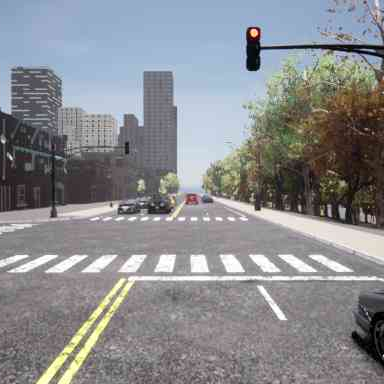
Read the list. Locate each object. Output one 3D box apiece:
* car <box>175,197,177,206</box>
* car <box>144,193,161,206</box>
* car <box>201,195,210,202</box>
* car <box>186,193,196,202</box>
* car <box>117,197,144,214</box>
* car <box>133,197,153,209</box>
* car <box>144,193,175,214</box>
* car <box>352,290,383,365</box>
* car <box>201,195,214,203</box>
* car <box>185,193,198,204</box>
[{"bbox_3d":[-3.427,1.459,45.890,1.882,1.535,5.008,0,0,0],"label":"car"},{"bbox_3d":[-6.695,1.198,56.655,2.150,2.045,5.566,0,0,1],"label":"car"},{"bbox_3d":[3.101,1.443,75.901,1.882,1.535,5.008,0,0,0],"label":"car"},{"bbox_3d":[-0.150,1.190,75.712,2.150,2.045,5.566,0,0,0],"label":"car"},{"bbox_3d":[-6.662,1.478,35.566,2.128,1.511,4.902,0,0,0],"label":"car"},{"bbox_3d":[-6.676,1.473,45.967,2.128,1.511,4.902,0,0,0],"label":"car"},{"bbox_3d":[-3.422,1.208,35.892,2.150,2.045,5.566,0,0,1],"label":"car"},{"bbox_3d":[3.345,1.547,2.555,2.033,1.411,5.357,0,0,0],"label":"car"},{"bbox_3d":[3.222,1.535,65.873,1.994,1.385,4.181,0,0,0],"label":"car"},{"bbox_3d":[-0.027,1.197,61.659,2.150,2.045,5.566,0,0,0],"label":"car"}]
